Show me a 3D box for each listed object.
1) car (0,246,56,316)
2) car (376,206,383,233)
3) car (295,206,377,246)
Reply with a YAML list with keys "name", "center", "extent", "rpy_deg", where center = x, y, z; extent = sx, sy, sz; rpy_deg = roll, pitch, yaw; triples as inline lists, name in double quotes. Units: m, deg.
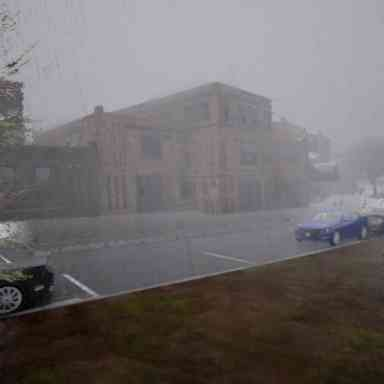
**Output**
- name: "car"
  center: [-5.338, 1.711, 6.594]
  extent: [4.892, 1.521, 2.231]
  rpy_deg: [0, 3, -35]
- name: "car"
  center: [11.738, 1.664, 21.024]
  extent: [4.892, 1.521, 2.231]
  rpy_deg: [0, -1, -44]
- name: "car"
  center: [7.107, 1.668, 16.713]
  extent: [5.008, 1.535, 2.097]
  rpy_deg: [0, 0, -42]
